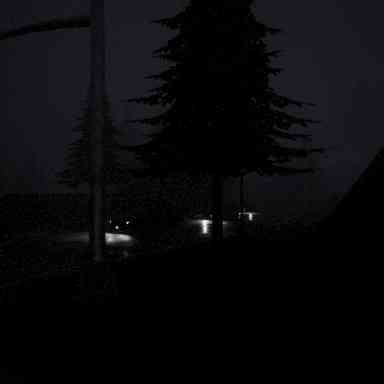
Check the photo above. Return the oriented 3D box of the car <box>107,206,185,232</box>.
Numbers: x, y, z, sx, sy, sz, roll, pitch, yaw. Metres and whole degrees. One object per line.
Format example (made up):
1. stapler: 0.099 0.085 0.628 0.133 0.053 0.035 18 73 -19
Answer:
1. car: -2.587 1.547 20.357 2.033 1.411 5.357 0 0 35

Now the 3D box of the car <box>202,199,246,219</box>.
1. car: 2.735 1.547 29.223 2.033 1.411 5.357 0 0 26

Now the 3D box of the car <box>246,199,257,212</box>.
1. car: 6.507 1.547 38.959 2.033 1.411 5.357 0 0 16
